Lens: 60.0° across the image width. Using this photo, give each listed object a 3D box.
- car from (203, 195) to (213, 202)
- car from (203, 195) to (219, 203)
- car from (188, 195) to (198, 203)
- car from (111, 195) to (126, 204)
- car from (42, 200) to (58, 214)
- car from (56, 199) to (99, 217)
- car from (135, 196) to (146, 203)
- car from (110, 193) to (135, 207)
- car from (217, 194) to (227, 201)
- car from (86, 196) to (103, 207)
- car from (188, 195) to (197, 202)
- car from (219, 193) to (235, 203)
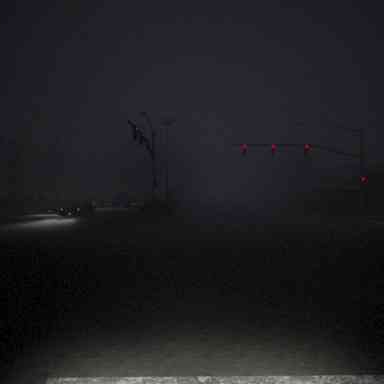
[{"bbox_3d":[3.631,1.458,78.214,2.128,1.511,4.902,0,0,0],"label":"car"},{"bbox_3d":[3.709,1.448,65.742,1.837,1.490,4.892,0,0,0],"label":"car"},{"bbox_3d":[0.212,1.448,66.361,1.837,1.490,4.892,0,0,0],"label":"car"},{"bbox_3d":[-13.940,1.423,63.337,1.882,1.535,5.008,0,0,1],"label":"car"},{"bbox_3d":[-14.041,1.519,35.483,2.033,1.411,5.357,0,0,0],"label":"car"},{"bbox_3d":[-10.548,1.577,30.900,1.895,1.301,4.718,0,0,0],"label":"car"},{"bbox_3d":[-10.405,1.468,66.642,1.812,1.442,4.674,0,0,0],"label":"car"},{"bbox_3d":[-10.504,1.180,49.442,2.150,2.045,5.566,0,0,1],"label":"car"},{"bbox_3d":[7.135,1.286,80.170,2.097,1.767,4.553,0,0,1],"label":"car"},{"bbox_3d":[-14.017,1.314,46.779,2.097,1.767,4.553,0,0,0],"label":"car"},{"bbox_3d":[0.131,1.485,78.185,1.994,1.385,4.181,0,0,0],"label":"car"},{"bbox_3d":[7.208,1.167,65.799,2.150,2.045,5.566,0,0,0],"label":"car"}]
